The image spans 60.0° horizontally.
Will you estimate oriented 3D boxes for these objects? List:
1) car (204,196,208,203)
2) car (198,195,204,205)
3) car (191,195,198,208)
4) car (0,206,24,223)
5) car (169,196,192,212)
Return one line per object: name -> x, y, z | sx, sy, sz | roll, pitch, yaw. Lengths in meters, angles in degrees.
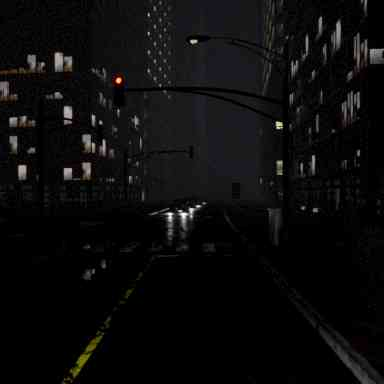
car -> 2.208, 1.458, 69.591 | 2.033, 1.411, 5.357 | 0, 0, 8
car -> 0.443, 1.293, 56.634 | 2.097, 1.767, 4.553 | 0, 0, 7
car -> -0.631, 1.486, 46.819 | 1.812, 1.442, 4.674 | 0, 0, 6
car -> -16.444, 1.854, 28.063 | 4.403, 1.369, 2.008 | -1, 1, 10
car -> -1.448, 1.499, 37.854 | 1.812, 1.442, 4.674 | 0, 0, 5
